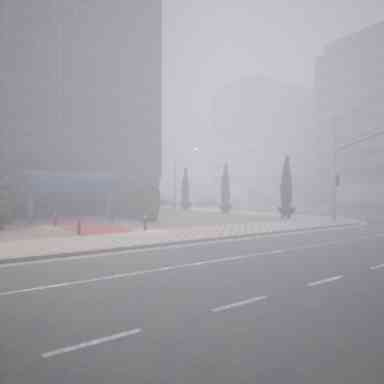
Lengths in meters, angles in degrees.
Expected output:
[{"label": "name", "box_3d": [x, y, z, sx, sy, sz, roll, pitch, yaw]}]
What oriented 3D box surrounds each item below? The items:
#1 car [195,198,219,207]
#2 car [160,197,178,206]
[{"label": "car", "box_3d": [2.385, 1.571, 52.948, 1.994, 1.385, 4.181, 0, 0, -35]}, {"label": "car", "box_3d": [-4.249, 1.532, 56.357, 1.812, 1.442, 4.674, 0, 0, -35]}]
